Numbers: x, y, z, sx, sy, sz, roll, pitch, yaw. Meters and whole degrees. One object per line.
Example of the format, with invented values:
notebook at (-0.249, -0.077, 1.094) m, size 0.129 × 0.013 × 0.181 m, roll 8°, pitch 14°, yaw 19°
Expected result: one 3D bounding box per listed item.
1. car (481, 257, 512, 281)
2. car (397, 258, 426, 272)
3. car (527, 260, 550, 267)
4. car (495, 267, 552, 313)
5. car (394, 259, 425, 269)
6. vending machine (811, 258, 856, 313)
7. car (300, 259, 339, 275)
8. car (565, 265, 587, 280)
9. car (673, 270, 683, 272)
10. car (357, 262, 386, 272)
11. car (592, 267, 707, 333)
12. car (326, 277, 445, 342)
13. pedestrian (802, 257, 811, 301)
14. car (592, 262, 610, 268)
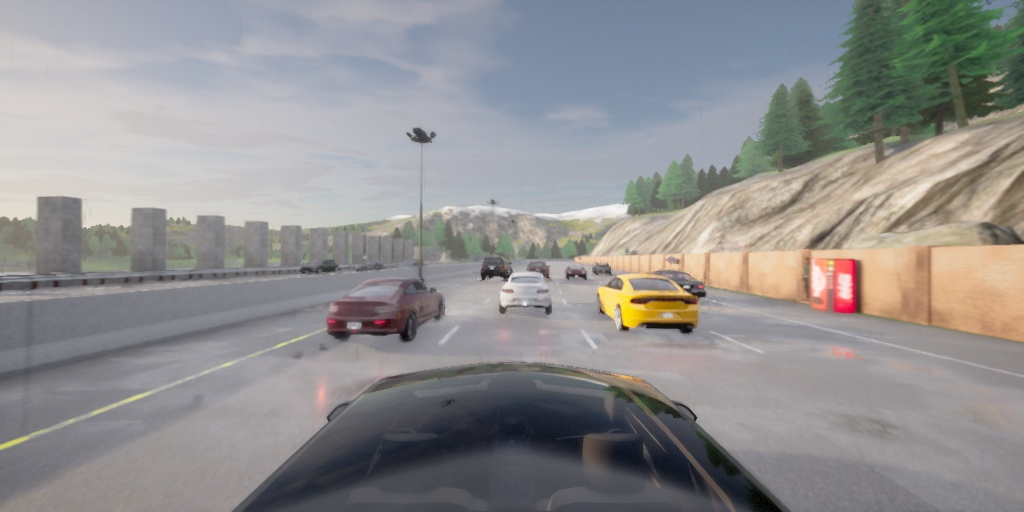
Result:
car at (-1.312, 1.090, 31.529) m, size 2.150 × 2.045 × 5.566 m, roll 0°, pitch 0°, yaw 6°
car at (-13.502, 1.216, 48.620) m, size 2.097 × 1.767 × 4.553 m, roll 0°, pitch 0°, yaw 8°
car at (2.433, 1.249, 33.400) m, size 2.097 × 1.767 × 4.553 m, roll 0°, pitch 0°, yaw 6°
car at (0.600, 1.332, 14.181) m, size 1.812 × 1.442 × 4.674 m, roll 0°, pitch 0°, yaw 4°
car at (-11.203, 1.341, 38.953) m, size 1.837 × 1.490 × 4.892 m, roll 0°, pitch 0°, yaw 7°
vending machine at (12.461, 1.073, 13.938) m, size 1.100 × 2.100 × 0.880 m, roll 0°, pitch 0°, yaw 5°
car at (-21.605, 1.132, 40.372) m, size 2.097 × 1.767 × 4.553 m, roll 0°, pitch 0°, yaw 7°
car at (6.049, 1.525, 34.379) m, size 1.895 × 1.301 × 4.718 m, roll 0°, pitch 0°, yaw 7°
car at (7.899, 1.415, 18.188) m, size 2.033 × 1.411 × 5.357 m, roll 0°, pitch 0°, yaw 6°
car at (-17.517, 1.387, 44.932) m, size 1.994 × 1.385 × 4.181 m, roll 0°, pitch 0°, yaw 7°
car at (3.908, 1.291, 11.125) m, size 1.882 × 1.535 × 5.008 m, roll 0°, pitch 0°, yaw 3°
car at (-3.180, 1.290, 9.788) m, size 1.812 × 1.442 × 4.674 m, roll 0°, pitch 0°, yaw 3°
pedestrian at (12.238, 0.926, 14.802) m, size 0.375 × 1.860 × 0.375 m, roll 0°, pitch 0°, yaw 5°
car at (10.556, 1.478, 42.415) m, size 2.128 × 1.511 × 4.902 m, roll 0°, pitch 0°, yaw 7°
